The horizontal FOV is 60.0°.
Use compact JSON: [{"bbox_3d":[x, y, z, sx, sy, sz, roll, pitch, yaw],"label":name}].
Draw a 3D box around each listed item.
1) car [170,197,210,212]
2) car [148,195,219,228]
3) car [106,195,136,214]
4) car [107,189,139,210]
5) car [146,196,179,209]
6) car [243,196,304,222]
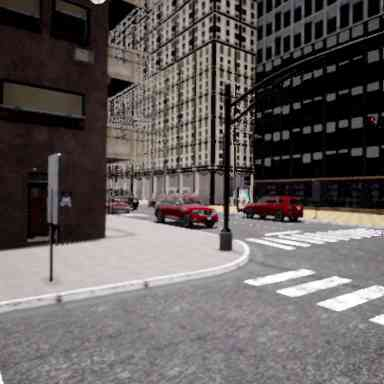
[{"bbox_3d":[-0.279,1.285,34.742,1.947,1.339,4.313,2,0,-36],"label":"car"},{"bbox_3d":[-0.490,1.133,20.792,2.192,1.841,5.009,2,0,-36],"label":"car"},{"bbox_3d":[-7.020,1.192,29.764,1.802,1.307,4.206,2,0,-36],"label":"car"},{"bbox_3d":[-7.563,0.780,34.905,2.150,2.045,5.566,1,1,-36],"label":"car"},{"bbox_3d":[-3.541,1.180,39.230,1.947,1.339,4.313,2,0,-36],"label":"car"},{"bbox_3d":[6.251,1.243,25.768,2.192,1.841,5.009,2,0,-36],"label":"car"}]
